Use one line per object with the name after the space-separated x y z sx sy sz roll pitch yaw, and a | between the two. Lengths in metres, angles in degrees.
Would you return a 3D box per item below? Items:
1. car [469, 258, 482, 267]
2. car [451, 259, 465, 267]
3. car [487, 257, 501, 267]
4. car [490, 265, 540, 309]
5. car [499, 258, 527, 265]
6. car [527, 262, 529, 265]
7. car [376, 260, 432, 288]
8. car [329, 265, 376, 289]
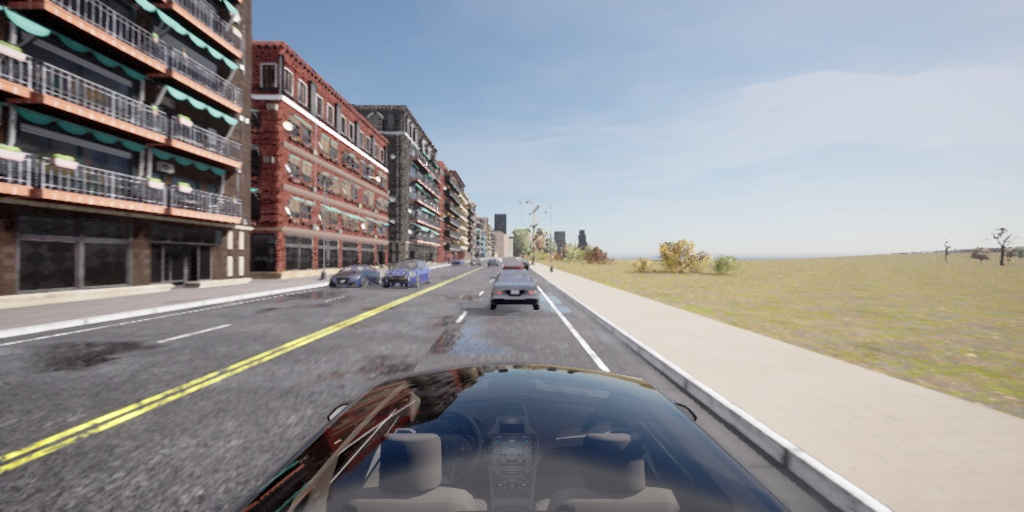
-6.494 1.104 64.474 2.128 1.511 4.902 0 0 0 | car
-9.739 1.209 64.396 1.895 1.301 4.718 0 0 0 | car
-3.230 1.110 61.745 2.128 1.511 4.902 0 0 0 | car
0.103 1.271 14.689 2.033 1.411 5.357 0 0 0 | car
0.110 1.165 31.694 1.882 1.535 5.008 0 0 0 | car
1.152 1.136 44.963 1.882 1.535 5.008 0 0 0 | car
-6.586 1.056 22.840 2.097 1.767 4.553 0 0 0 | car
-9.836 1.268 22.812 1.994 1.385 4.181 0 0 0 | car
